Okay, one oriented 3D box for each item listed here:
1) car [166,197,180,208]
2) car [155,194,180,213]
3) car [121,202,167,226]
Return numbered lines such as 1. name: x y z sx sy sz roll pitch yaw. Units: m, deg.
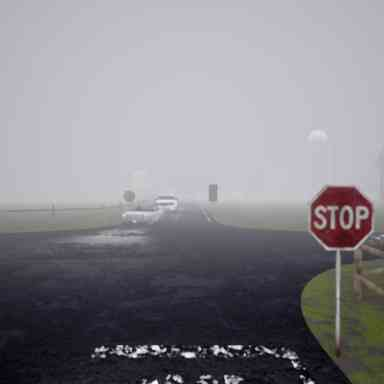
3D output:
1. car: -2.800 1.581 50.395 1.812 1.442 4.674 0 0 0
2. car: -2.831 1.247 37.330 2.150 2.045 5.566 0 0 0
3. car: -3.379 1.605 23.594 1.895 1.301 4.718 0 0 8
